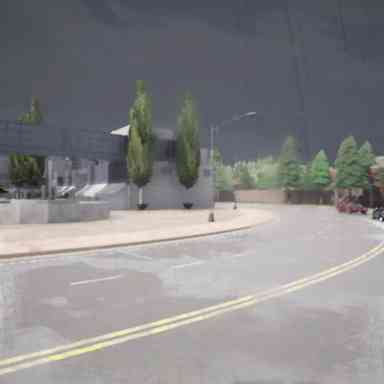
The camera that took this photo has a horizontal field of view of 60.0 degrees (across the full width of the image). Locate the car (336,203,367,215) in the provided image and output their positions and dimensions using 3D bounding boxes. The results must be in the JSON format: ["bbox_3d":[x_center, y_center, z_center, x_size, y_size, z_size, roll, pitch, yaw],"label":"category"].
[{"bbox_3d":[19.057,1.988,39.923,1.895,1.301,4.718,0,0,3],"label":"car"}]

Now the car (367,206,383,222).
[{"bbox_3d":[17.324,1.874,29.335,1.994,1.385,4.181,0,0,16],"label":"car"}]
